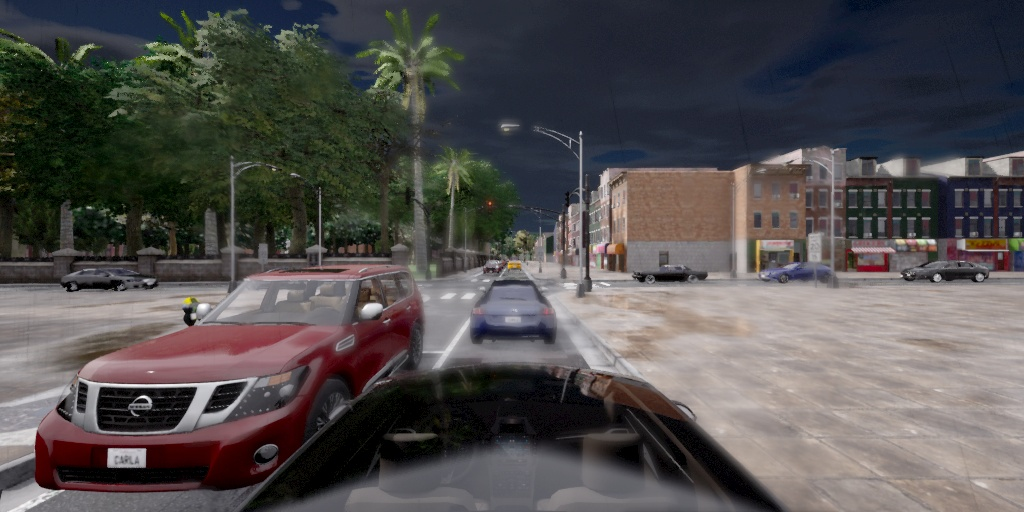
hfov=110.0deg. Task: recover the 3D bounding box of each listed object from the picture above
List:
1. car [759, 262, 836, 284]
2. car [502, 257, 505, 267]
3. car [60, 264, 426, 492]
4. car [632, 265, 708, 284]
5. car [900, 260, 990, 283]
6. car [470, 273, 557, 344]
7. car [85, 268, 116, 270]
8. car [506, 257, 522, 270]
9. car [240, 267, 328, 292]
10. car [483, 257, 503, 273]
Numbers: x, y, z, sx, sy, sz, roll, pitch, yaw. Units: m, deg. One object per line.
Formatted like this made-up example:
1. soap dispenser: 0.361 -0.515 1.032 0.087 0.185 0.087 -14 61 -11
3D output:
1. car: 20.030 1.145 25.218 4.674 1.442 1.812 0 0 0
2. car: -2.365 1.290 48.803 1.967 1.591 4.097 0 0 0
3. car: -2.622 1.065 4.970 2.192 1.841 5.009 0 0 0
4. car: 10.982 1.279 25.271 4.718 1.301 1.895 0 0 1
5. car: 30.271 1.072 25.167 4.892 1.490 1.837 0 0 0
6. car: 0.042 1.316 9.585 1.994 1.385 4.181 0 0 0
7. car: -25.106 1.491 22.477 4.902 1.511 2.128 -1 0 0
8. car: 0.405 1.350 53.990 1.882 1.535 5.008 0 0 0
9. car: -14.143 1.456 22.427 4.181 1.385 1.994 -1 0 0
10. car: -2.399 1.268 43.115 1.967 1.591 4.097 0 0 0
